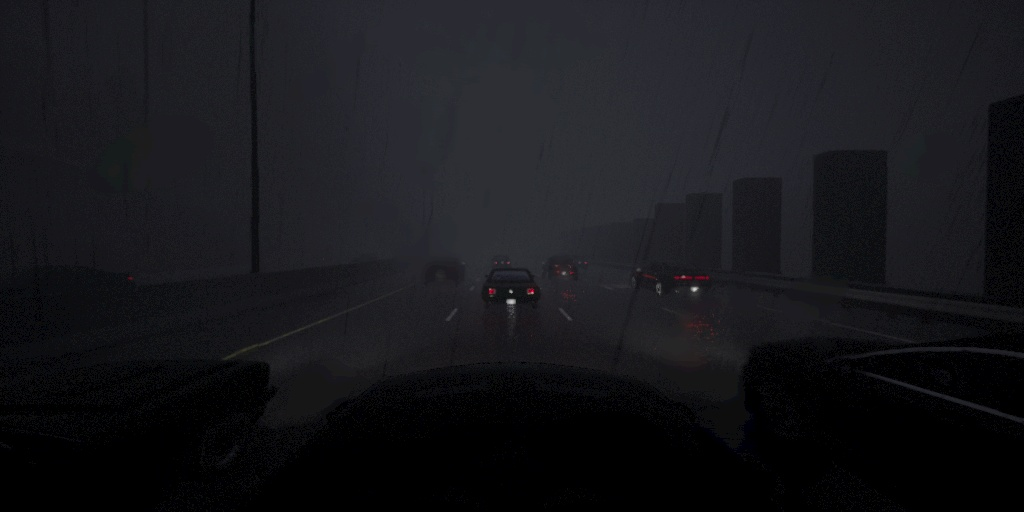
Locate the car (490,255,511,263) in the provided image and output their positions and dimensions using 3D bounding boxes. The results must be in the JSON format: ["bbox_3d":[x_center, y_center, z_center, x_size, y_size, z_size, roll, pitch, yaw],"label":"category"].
[{"bbox_3d":[-1.125,0.602,35.091,2.033,1.411,5.357,0,1,-5],"label":"car"}]

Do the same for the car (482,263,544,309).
[{"bbox_3d":[-0.071,1.104,13.542,1.895,1.301,4.718,0,1,-1],"label":"car"}]

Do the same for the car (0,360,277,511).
[{"bbox_3d":[-3.414,1.353,1.641,1.895,1.301,4.718,0,1,0],"label":"car"}]

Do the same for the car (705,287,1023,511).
[{"bbox_3d":[3.578,1.231,2.157,2.128,1.511,4.902,0,1,0],"label":"car"}]

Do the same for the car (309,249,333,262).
[{"bbox_3d":[-29.239,-0.075,55.136,2.150,2.045,5.566,0,1,-13],"label":"car"}]

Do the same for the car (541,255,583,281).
[{"bbox_3d":[3.128,0.790,23.987,1.837,1.490,4.892,0,1,-2],"label":"car"}]

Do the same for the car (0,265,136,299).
[{"bbox_3d":[-17.768,1.054,13.633,2.033,1.411,5.357,0,1,-1],"label":"car"}]

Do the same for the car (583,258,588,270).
[{"bbox_3d":[5.909,0.601,35.056,2.033,1.411,5.357,0,1,-5],"label":"car"}]

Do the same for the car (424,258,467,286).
[{"bbox_3d":[-3.760,0.829,20.889,1.882,1.535,5.008,0,1,-2],"label":"car"}]

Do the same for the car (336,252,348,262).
[{"bbox_3d":[-25.823,0.161,55.893,1.812,1.442,4.674,0,1,-13],"label":"car"}]

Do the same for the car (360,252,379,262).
[{"bbox_3d":[-22.435,0.136,56.785,2.128,1.511,4.902,0,1,-13],"label":"car"}]

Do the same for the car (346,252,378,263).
[{"bbox_3d":[-15.785,0.553,38.408,1.994,1.385,4.181,0,1,-7],"label":"car"}]

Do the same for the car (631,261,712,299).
[{"bbox_3d":[6.869,0.955,15.994,1.837,1.490,4.892,0,1,-1],"label":"car"}]
